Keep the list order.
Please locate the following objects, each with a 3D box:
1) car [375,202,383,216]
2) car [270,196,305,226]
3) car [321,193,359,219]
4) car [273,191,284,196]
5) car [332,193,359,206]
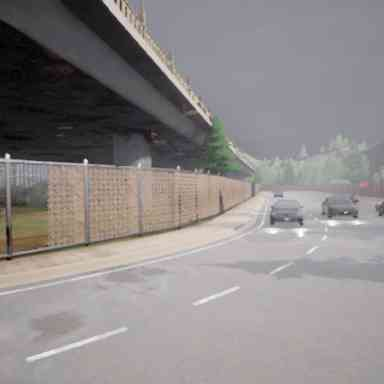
[{"bbox_3d":[13.620,1.041,21.766,2.033,1.411,5.357,-1,1,15],"label":"car"},{"bbox_3d":[5.816,1.180,20.334,1.812,1.442,4.674,-1,1,17],"label":"car"},{"bbox_3d":[10.372,1.036,23.616,1.837,1.490,4.892,-1,1,14],"label":"car"},{"bbox_3d":[15.990,0.530,61.631,2.033,1.411,5.357,-1,1,13],"label":"car"},{"bbox_3d":[17.840,0.814,38.880,1.895,1.301,4.718,-1,1,14],"label":"car"}]
